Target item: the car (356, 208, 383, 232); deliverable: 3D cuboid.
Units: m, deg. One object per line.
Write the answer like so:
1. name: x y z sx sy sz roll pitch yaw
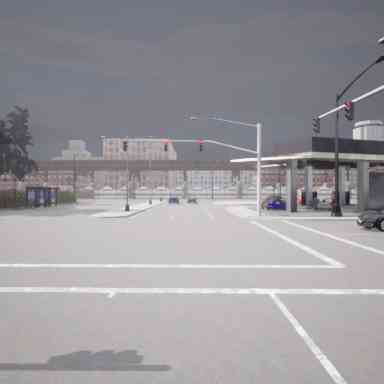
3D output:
1. car: 12.294 1.505 19.583 4.892 1.490 1.837 0 0 -1

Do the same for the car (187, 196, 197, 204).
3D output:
1. car: 0.010 1.547 64.423 2.033 1.411 5.357 0 0 0

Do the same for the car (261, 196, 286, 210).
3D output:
1. car: 9.716 1.295 39.746 2.242 1.667 4.611 0 0 0

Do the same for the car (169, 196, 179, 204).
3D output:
1. car: -3.490 1.478 64.424 1.882 1.535 5.008 0 0 0

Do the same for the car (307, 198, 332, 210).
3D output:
1. car: 15.461 1.456 40.508 1.970 1.475 3.806 0 0 0
